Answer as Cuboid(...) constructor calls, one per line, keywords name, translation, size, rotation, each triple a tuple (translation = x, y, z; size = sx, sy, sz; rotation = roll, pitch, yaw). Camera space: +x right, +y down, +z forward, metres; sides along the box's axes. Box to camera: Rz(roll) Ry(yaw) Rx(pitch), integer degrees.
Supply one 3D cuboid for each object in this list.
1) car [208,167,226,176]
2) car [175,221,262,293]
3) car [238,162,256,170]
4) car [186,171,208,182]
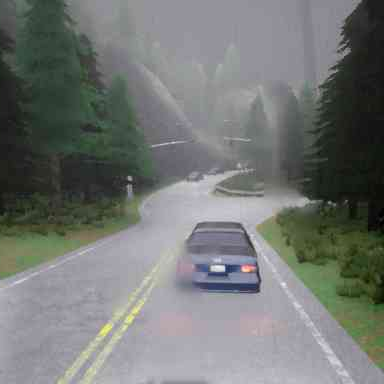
Cuboid(name="car", translation=(4.633, -4.049, 63.645), size=(2.128, 1.511, 4.902), rotation=(4, 10, 36))
Cuboid(name="car", translation=(0.726, 1.497, 8.877), size=(2.033, 1.411, 5.357), rotation=(0, 0, 5))
Cuboid(name="car", translation=(11.871, -5.480, 71.020), size=(4.892, 1.490, 1.837), rotation=(-9, 9, -36))
Cuboid(name="car", translation=(0.562, -2.569, 55.102), size=(1.837, 1.490, 4.892), rotation=(2, 10, 19))
